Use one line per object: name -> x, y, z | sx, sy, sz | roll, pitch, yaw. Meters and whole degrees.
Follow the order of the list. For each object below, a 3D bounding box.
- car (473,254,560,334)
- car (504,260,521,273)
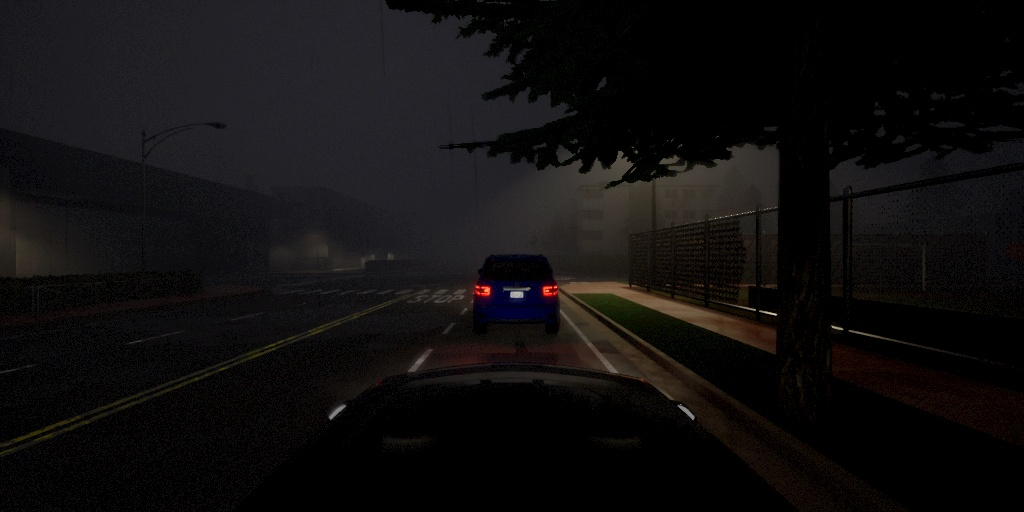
car -> 0.115, 0.972, 10.809 | 2.150, 2.045, 5.566 | 0, 0, 0
car -> 0.022, 1.242, 45.675 | 2.128, 1.511, 4.902 | 0, 0, 0
